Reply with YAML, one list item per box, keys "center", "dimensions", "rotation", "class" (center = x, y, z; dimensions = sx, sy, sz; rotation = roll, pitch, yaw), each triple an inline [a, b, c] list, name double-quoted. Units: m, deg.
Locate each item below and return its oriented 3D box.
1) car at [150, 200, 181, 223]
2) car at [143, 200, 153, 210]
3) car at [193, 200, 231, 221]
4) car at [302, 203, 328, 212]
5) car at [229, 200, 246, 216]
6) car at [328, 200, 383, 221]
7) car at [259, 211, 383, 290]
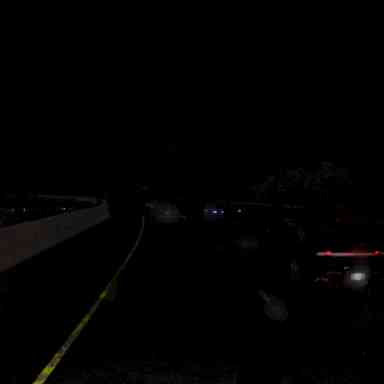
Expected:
- center: [-2.041, 1.582, 26.207]
  dimensions: [1.994, 1.385, 4.181]
  rotation: [0, 0, -8]
  class: "car"
- center: [-5.243, 1.633, 42.566]
  dimensions: [1.895, 1.301, 4.718]
  rotation: [0, 0, -14]
  class: "car"
- center: [1.325, 1.561, 27.650]
  dimensions: [2.033, 1.411, 5.357]
  rotation: [0, 0, -9]
  class: "car"
- center: [9.033, 1.504, 22.688]
  dimensions: [1.837, 1.490, 4.892]
  rotation: [0, 0, -7]
  class: "car"
- center: [3.950, 1.538, 32.908]
  dimensions: [1.812, 1.442, 4.674]
  rotation: [0, 0, -10]
  class: "car"
- center: [6.683, 1.217, 10.346]
  dimensions: [2.150, 2.045, 5.566]
  rotation: [0, 0, -3]
  class: "car"
- center: [3.230, 1.492, 9.134]
  dimensions: [2.128, 1.511, 4.902]
  rotation: [0, 0, -3]
  class: "car"
